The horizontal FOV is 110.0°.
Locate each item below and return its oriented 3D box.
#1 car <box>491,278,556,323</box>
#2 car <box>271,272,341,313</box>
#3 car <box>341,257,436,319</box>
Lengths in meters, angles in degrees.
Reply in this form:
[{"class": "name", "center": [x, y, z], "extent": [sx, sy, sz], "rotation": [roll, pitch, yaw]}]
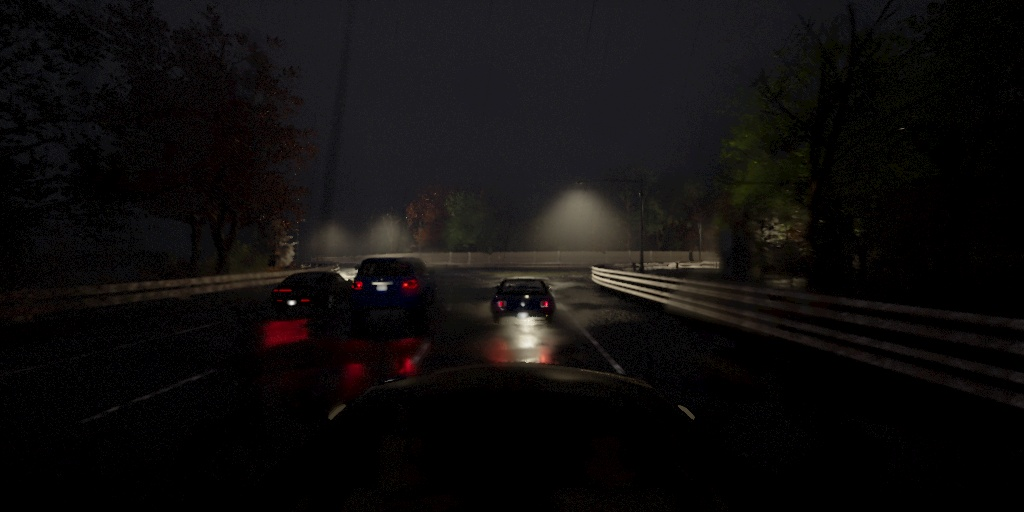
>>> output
[{"class": "car", "center": [0.378, 1.424, 12.487], "extent": [1.895, 1.301, 4.718], "rotation": [0, 0, 1]}, {"class": "car", "center": [-7.929, 1.383, 14.807], "extent": [1.837, 1.490, 4.892], "rotation": [0, 0, -7]}, {"class": "car", "center": [-4.197, 1.073, 13.460], "extent": [2.150, 2.045, 5.566], "rotation": [0, 0, -6]}]
